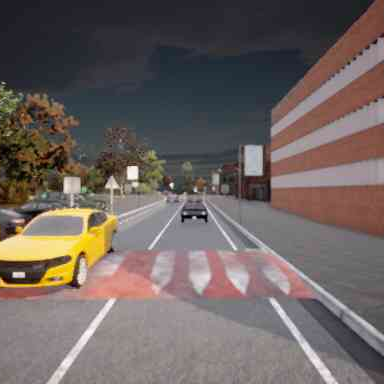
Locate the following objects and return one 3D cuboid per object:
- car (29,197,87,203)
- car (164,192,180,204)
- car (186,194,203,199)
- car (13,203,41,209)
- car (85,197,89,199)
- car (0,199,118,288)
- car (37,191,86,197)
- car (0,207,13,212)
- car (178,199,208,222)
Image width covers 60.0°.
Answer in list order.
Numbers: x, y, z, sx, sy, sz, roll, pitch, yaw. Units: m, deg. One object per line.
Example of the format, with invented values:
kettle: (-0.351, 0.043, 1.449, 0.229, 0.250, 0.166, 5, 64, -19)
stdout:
car: (-9.467, 1.282, 20.492, 5.008, 1.535, 2.097, 0, 1, 0)
car: (-3.002, 1.105, 52.396, 1.812, 1.442, 4.674, 0, 0, 1)
car: (0.301, 1.042, 41.104, 2.097, 1.767, 4.553, 0, 0, 0)
car: (-9.444, 1.370, 14.842, 4.674, 1.452, 2.002, 0, 0, 0)
car: (-9.482, 1.296, 23.320, 4.674, 1.452, 2.002, 0, 1, 0)
car: (-3.335, 1.206, 8.903, 1.882, 1.535, 5.008, 0, 3, 0)
car: (-9.469, 0.978, 26.142, 5.566, 2.045, 2.435, 0, 1, 0)
car: (-9.437, 1.393, 12.016, 4.674, 1.452, 2.002, 0, 0, 0)
car: (0.179, 1.433, 24.503, 1.895, 1.301, 4.718, 0, 0, 0)
